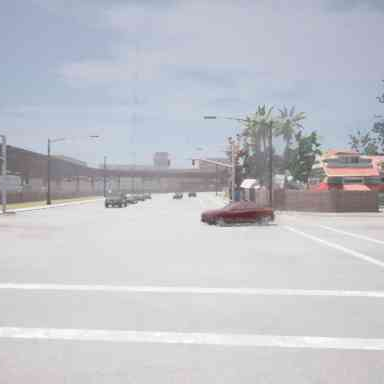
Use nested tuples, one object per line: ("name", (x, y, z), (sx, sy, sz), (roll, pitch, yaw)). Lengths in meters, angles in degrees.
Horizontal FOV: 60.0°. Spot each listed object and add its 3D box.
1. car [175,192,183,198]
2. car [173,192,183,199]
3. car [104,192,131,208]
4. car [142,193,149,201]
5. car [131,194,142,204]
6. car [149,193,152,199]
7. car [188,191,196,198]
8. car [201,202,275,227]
("car", (-3.416, 0.709, 87.201), (1.994, 1.385, 4.181), (0, 1, 0))
("car", (-3.425, 0.963, 76.883), (1.895, 1.301, 4.718), (0, 1, 0))
("car", (-10.509, 1.082, 46.405), (2.150, 2.045, 5.566), (0, 1, 1))
("car", (-10.436, 1.142, 66.245), (1.994, 1.385, 4.181), (0, 1, 0))
("car", (-10.445, 1.286, 56.527), (2.033, 1.411, 5.357), (0, 1, 0))
("car", (-10.426, 0.897, 76.577), (1.812, 1.442, 4.674), (0, 1, 0))
("car", (0.084, 0.519, 86.839), (2.097, 1.767, 4.553), (0, 1, 0))
("car", (3.043, 1.457, 22.153), (5.008, 1.535, 1.882), (0, 0, -13))
